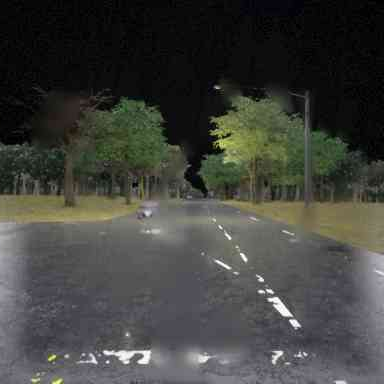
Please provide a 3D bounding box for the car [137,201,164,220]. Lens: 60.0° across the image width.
[{"bbox_3d":[-3.427,1.531,28.319,2.128,1.511,4.902,0,0,0],"label":"car"}]
